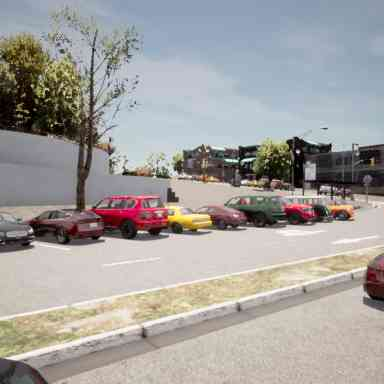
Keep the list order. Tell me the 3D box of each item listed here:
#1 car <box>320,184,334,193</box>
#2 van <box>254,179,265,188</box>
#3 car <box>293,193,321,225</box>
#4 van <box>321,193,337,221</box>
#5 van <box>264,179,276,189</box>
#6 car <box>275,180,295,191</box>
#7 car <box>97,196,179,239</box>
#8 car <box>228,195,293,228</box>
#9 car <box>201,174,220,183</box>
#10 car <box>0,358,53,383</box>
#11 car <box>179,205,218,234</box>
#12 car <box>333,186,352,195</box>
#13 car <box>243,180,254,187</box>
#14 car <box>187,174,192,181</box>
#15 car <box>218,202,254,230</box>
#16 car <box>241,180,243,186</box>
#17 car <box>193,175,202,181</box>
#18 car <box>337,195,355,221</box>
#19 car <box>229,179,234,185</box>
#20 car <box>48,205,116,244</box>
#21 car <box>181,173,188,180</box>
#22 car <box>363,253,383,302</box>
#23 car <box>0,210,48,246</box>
[{"bbox_3d":[24.275,-0.426,58.835,2.435,2.045,5.566,7,3,35],"label":"car"},{"bbox_3d":[15.583,-1.763,71.060,1.878,1.987,4.442,7,4,35],"label":"van"},{"bbox_3d":[6.109,1.267,24.460,5.566,2.045,2.435,-1,-1,35],"label":"car"},{"bbox_3d":[8.648,1.297,26.129,4.442,1.987,1.878,-1,-1,35],"label":"van"},{"bbox_3d":[17.310,-1.490,68.587,1.878,1.987,4.442,7,4,35],"label":"van"},{"bbox_3d":[19.069,-0.992,66.224,2.231,1.521,4.892,7,3,35],"label":"car"},{"bbox_3d":[-3.762,1.248,17.548,5.566,2.045,2.435,-1,-1,35],"label":"car"},{"bbox_3d":[3.595,1.263,22.757,5.566,2.045,2.435,-1,-1,35],"label":"car"},{"bbox_3d":[5.338,-3.175,86.089,1.946,1.575,5.366,7,3,34],"label":"car"},{"bbox_3d":[-2.904,1.504,1.062,4.892,1.490,1.837,0,0,-35],"label":"car"},{"bbox_3d":[-1.441,1.503,19.374,5.366,1.575,1.946,-1,-1,35],"label":"car"},{"bbox_3d":[25.965,0.137,56.362,2.002,1.452,4.674,7,3,35],"label":"car"},{"bbox_3d":[14.010,-1.811,73.792,1.946,1.575,5.366,7,3,35],"label":"car"},{"bbox_3d":[1.695,-3.850,90.817,2.185,1.767,4.553,6,3,34],"label":"car"},{"bbox_3d":[1.166,1.549,21.000,4.674,1.452,2.002,-1,-1,35],"label":"car"},{"bbox_3d":[12.180,-2.043,76.113,2.002,1.452,4.674,7,4,35],"label":"car"},{"bbox_3d":[3.488,-3.698,88.350,2.435,2.045,5.566,7,3,34],"label":"car"},{"bbox_3d":[11.058,1.403,27.877,4.553,1.767,2.185,-1,-1,35],"label":"car"},{"bbox_3d":[10.439,-2.316,78.576,2.002,1.452,4.674,7,3,35],"label":"car"},{"bbox_3d":[-6.208,1.524,15.804,4.792,1.488,2.163,-1,-1,35],"label":"car"},{"bbox_3d":[-0.033,-4.084,93.288,2.185,1.767,4.553,4,1,33],"label":"car"},{"bbox_3d":[5.540,1.574,7.084,4.181,1.385,1.994,0,0,-34],"label":"car"},{"bbox_3d":[-8.629,1.493,14.059,4.892,1.521,2.231,-1,-1,35],"label":"car"}]
